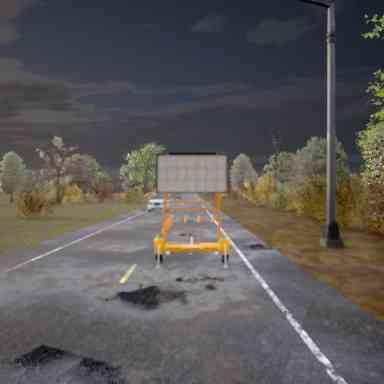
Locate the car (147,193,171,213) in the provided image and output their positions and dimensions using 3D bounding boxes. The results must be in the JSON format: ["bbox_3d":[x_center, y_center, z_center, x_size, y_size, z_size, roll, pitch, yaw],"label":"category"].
[{"bbox_3d":[-3.587,1.180,37.039,2.150,2.045,5.566,0,0,0],"label":"car"}]

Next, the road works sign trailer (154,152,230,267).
[{"bbox_3d":[0.003,0.457,11.298,2.380,3.560,2.880,0,0,0],"label":"road works sign trailer"}]
